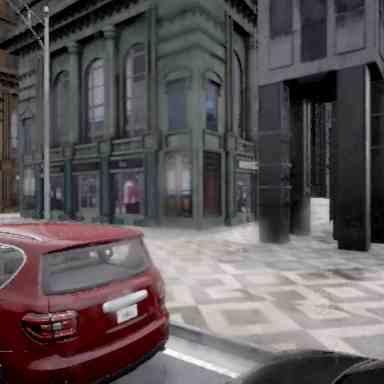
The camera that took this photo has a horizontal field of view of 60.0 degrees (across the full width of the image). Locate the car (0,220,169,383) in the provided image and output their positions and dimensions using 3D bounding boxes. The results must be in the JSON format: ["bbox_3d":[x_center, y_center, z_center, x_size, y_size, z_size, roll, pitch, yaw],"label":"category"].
[{"bbox_3d":[-2.614,1.355,4.826,5.009,1.841,2.192,-1,0,36],"label":"car"}]

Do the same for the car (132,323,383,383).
[{"bbox_3d":[1.976,1.559,1.551,4.313,1.339,1.947,-1,0,36],"label":"car"}]
